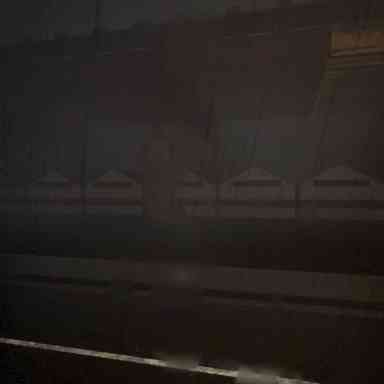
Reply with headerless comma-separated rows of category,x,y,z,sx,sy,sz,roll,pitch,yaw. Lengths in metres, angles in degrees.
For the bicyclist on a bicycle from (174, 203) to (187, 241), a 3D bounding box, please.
bicyclist on a bicycle,-0.526,1.300,14.723,0.582,1.620,1.656,0,1,-11
